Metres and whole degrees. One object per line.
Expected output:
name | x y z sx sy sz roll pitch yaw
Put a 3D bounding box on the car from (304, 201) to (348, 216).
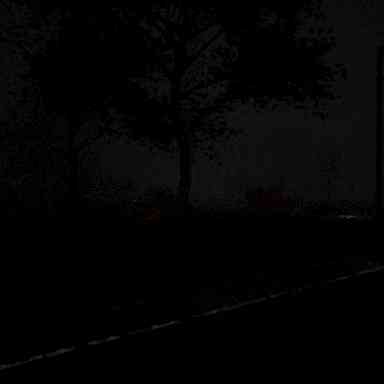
car | 13.746 1.627 34.341 1.994 1.385 4.181 0 1 -35
